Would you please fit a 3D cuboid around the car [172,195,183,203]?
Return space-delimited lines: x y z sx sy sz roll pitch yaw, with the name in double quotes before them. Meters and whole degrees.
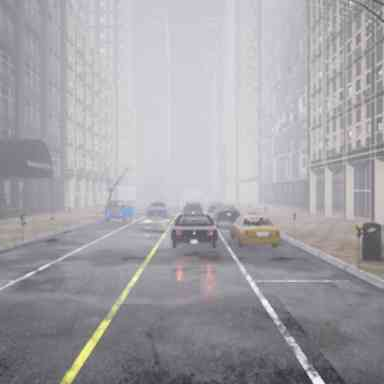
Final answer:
"car" -2.991 1.556 72.173 2.097 1.767 4.553 0 0 0

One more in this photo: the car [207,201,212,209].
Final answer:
"car" 2.692 1.696 37.605 1.947 1.339 4.313 0 0 0

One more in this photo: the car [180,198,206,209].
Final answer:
"car" 0.102 1.618 32.424 1.837 1.490 4.892 0 0 0

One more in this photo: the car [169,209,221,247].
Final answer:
"car" 0.100 1.658 15.272 1.895 1.301 4.718 0 0 0

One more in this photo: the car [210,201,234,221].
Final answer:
"car" 2.690 1.660 26.209 1.947 1.339 4.313 0 0 0

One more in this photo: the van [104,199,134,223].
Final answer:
"van" -5.691 1.435 26.215 1.690 1.788 3.998 0 0 0

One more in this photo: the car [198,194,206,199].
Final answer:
"car" 2.359 1.687 77.916 1.801 1.575 5.366 0 0 0

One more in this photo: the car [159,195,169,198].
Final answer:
"car" -5.686 1.737 60.402 1.887 1.381 4.507 0 0 0

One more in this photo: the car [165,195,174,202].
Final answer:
"car" -5.683 1.680 83.196 1.967 1.590 4.097 0 0 0

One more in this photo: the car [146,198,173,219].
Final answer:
"car" -3.094 1.587 30.908 1.882 1.535 5.008 0 0 0

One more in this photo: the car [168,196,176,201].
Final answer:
"car" -5.682 1.809 94.593 2.008 1.369 4.403 0 0 0

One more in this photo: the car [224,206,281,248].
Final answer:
"car" 2.689 1.582 14.982 1.752 1.417 4.829 0 0 0

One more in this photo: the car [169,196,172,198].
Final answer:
"car" -5.686 1.521 66.102 2.192 1.841 5.009 0 0 0

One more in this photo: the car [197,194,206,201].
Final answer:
"car" 2.698 1.574 94.590 2.192 1.841 5.009 0 0 0

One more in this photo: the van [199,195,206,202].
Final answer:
"van" 2.698 1.591 88.891 1.690 1.788 3.998 0 0 0
